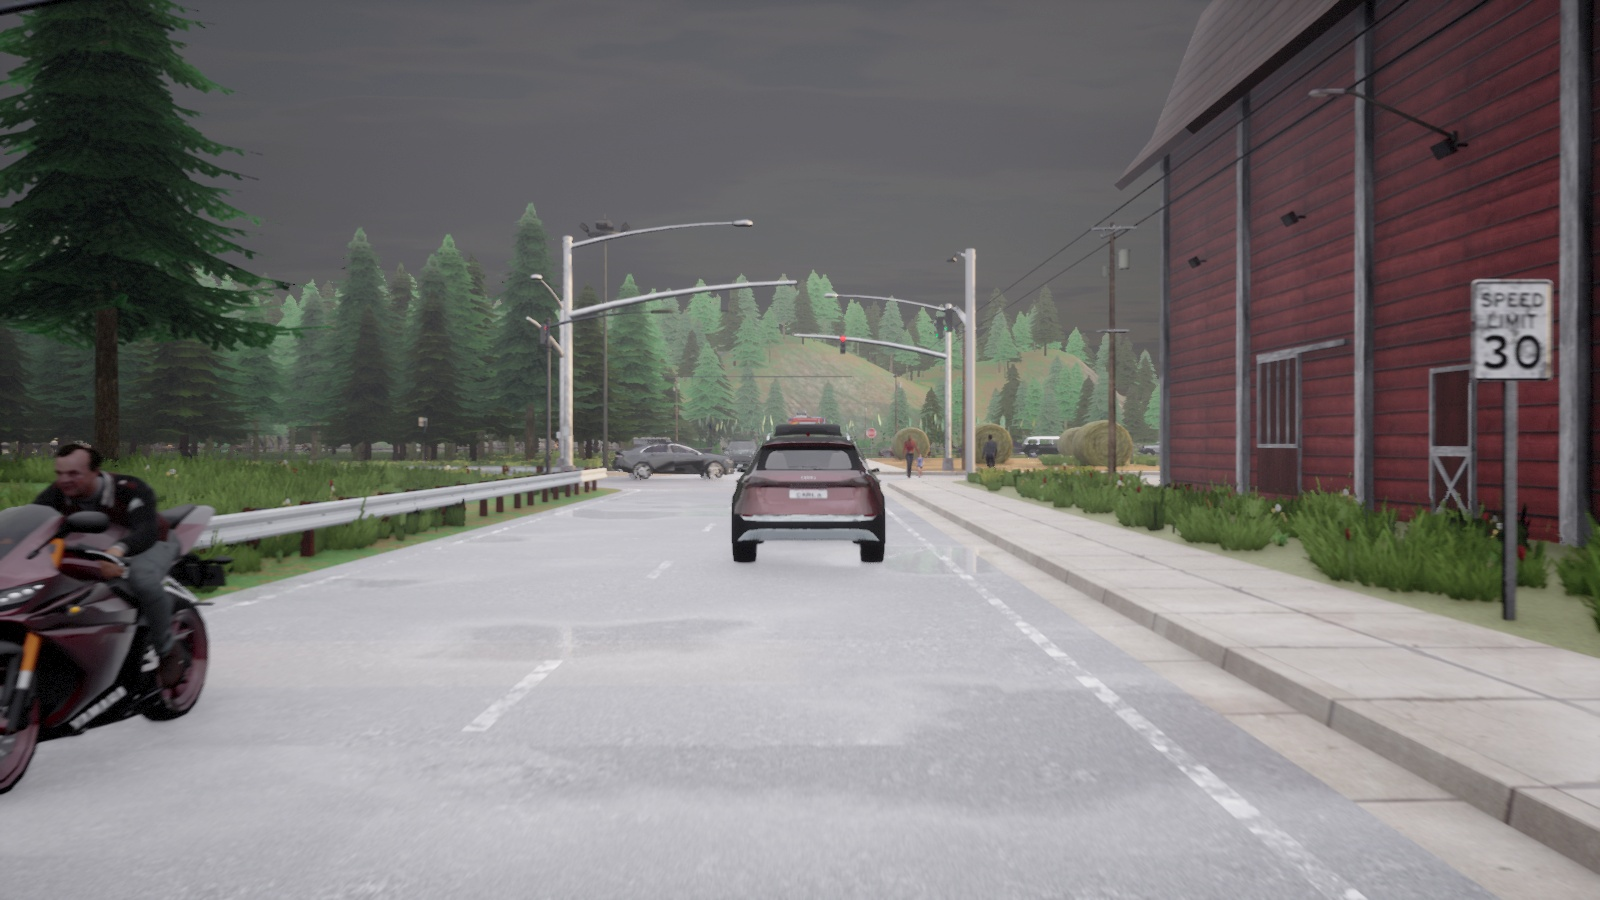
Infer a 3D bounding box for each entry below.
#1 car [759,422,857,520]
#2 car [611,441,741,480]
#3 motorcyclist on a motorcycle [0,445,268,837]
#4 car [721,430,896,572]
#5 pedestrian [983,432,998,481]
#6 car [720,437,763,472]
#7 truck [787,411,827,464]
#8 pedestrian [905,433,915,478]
[{"bbox_3d":[0.165,0.395,26.226,1.905,1.878,3.866,0,0,0],"label":"car"},{"bbox_3d":[-4.969,0.403,50.163,4.902,1.511,2.128,0,1,-15],"label":"car"},{"bbox_3d":[-3.451,0.745,6.010,0.866,1.530,2.191,0,0,0],"label":"motorcyclist on a motorcycle"},{"bbox_3d":[0.112,0.581,17.030,2.033,1.649,4.856,0,0,0],"label":"car"},{"bbox_3d":[7.600,0.246,50.009,0.423,1.949,0.788,0,0,-4],"label":"pedestrian"},{"bbox_3d":[-3.101,0.222,67.497,2.097,1.767,4.553,0,0,0],"label":"car"},{"bbox_3d":[0.559,-0.956,95.469,2.891,3.827,8.468,0,0,0],"label":"truck"},{"bbox_3d":[4.504,0.235,51.446,0.331,1.846,0.636,0,0,-3],"label":"pedestrian"}]
